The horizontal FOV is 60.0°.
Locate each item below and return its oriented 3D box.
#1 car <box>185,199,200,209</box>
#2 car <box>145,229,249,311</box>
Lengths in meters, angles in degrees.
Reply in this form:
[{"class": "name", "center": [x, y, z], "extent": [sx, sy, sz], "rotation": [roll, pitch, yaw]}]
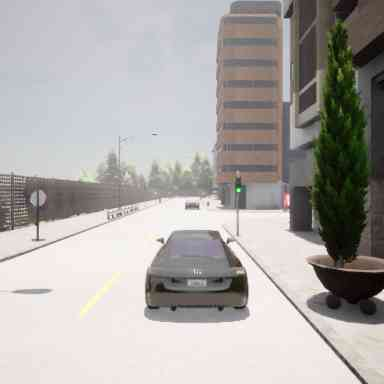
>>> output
[{"class": "car", "center": [0.028, 1.601, 43.885], "extent": [1.895, 1.301, 4.718], "rotation": [0, 0, -1]}, {"class": "car", "center": [0.085, 1.564, 7.836], "extent": [1.994, 1.385, 4.181], "rotation": [0, 0, 0]}]
